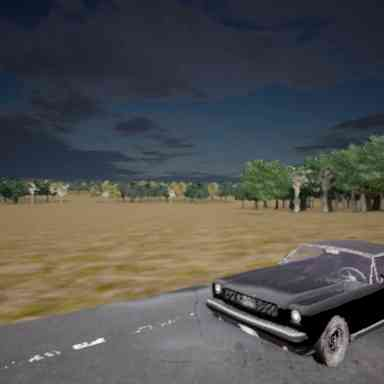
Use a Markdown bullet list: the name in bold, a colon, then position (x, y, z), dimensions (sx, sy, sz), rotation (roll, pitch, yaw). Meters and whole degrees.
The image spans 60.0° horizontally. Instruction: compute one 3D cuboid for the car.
- **car**: position (2.558, 1.590, 5.888), dimensions (4.718, 1.301, 1.895), rotation (0, 0, -36)
